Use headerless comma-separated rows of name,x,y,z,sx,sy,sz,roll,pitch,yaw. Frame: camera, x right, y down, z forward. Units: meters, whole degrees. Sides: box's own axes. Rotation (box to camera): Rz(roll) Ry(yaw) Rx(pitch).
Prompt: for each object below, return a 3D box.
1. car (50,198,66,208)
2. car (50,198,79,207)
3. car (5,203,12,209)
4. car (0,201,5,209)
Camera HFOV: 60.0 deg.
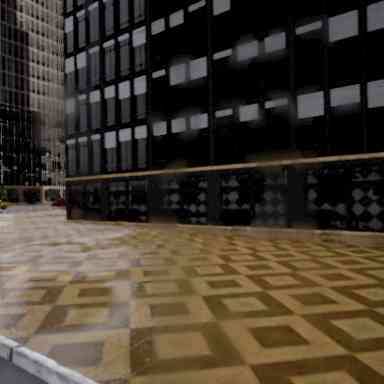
car,-17.597,1.559,46.264,1.802,1.307,4.206,-1,0,35
car,-21.312,1.714,55.609,1.802,1.307,4.206,-1,0,35
car,-27.746,1.763,46.332,1.752,1.417,4.829,-1,0,35
car,-23.935,1.631,37.128,2.008,1.369,4.403,-1,0,35
